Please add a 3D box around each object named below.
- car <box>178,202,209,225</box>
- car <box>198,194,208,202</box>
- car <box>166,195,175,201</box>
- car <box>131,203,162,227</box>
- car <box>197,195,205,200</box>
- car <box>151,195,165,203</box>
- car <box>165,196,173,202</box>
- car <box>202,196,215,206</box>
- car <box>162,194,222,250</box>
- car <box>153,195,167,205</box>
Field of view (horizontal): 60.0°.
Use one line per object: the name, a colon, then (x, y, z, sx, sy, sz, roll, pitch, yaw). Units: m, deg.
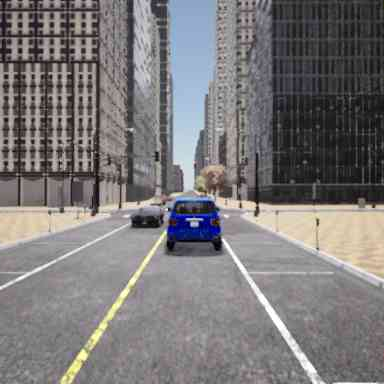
car: (0.071, 1.550, 25.409, 2.128, 1.511, 4.902, 0, 0, 0)
car: (2.617, 1.418, 78.554, 2.192, 1.841, 5.009, 0, 0, 0)
car: (-5.776, 1.651, 89.900, 2.008, 1.369, 4.403, 0, 0, 0)
car: (-3.023, 1.662, 23.278, 1.895, 1.301, 4.718, 0, 0, 0)
car: (2.599, 1.647, 95.577, 2.008, 1.369, 4.403, 0, 0, 0)
car: (-5.871, 1.624, 55.675, 1.752, 1.417, 4.829, 0, 0, 0)
car: (-5.770, 1.647, 84.225, 1.887, 1.381, 4.507, 0, 0, 0)
car: (2.769, 1.539, 55.853, 1.967, 1.590, 4.097, 0, 0, 0)
car: (0.085, 1.259, 14.661, 2.150, 2.045, 5.566, 0, 0, 0)
car: (-5.846, 1.417, 61.524, 2.192, 1.841, 5.009, 0, 0, 0)
